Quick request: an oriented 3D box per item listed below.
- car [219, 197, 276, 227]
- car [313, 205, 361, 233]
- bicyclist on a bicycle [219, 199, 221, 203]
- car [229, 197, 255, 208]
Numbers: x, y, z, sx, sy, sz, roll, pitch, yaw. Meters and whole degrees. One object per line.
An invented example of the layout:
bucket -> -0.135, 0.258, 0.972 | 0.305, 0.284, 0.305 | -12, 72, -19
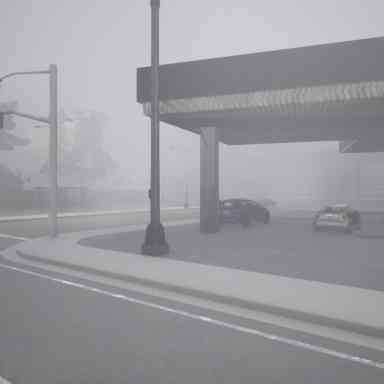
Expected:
car -> 3.411, 1.295, 22.040 | 2.242, 1.667, 4.611 | 0, 0, 37
car -> 8.485, 1.456, 19.241 | 1.970, 1.475, 3.806 | 0, 0, 37
bicyclist on a bicycle -> 2.531, 1.387, 29.695 | 0.582, 1.620, 1.656 | 0, -9, -36
car -> 7.508, 1.505, 49.829 | 1.837, 1.490, 4.892 | 0, 0, 36
